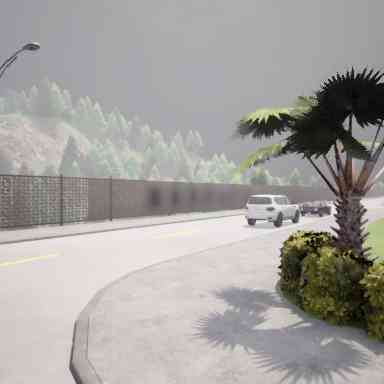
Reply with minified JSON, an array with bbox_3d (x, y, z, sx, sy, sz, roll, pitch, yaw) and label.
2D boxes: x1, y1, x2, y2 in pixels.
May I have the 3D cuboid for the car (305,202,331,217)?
[{"bbox_3d":[11.779,1.602,31.592,1.895,1.301,4.718,0,0,35],"label":"car"}]

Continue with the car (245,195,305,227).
[{"bbox_3d":[5.660,1.222,23.040,2.150,2.045,5.566,0,0,36],"label":"car"}]
